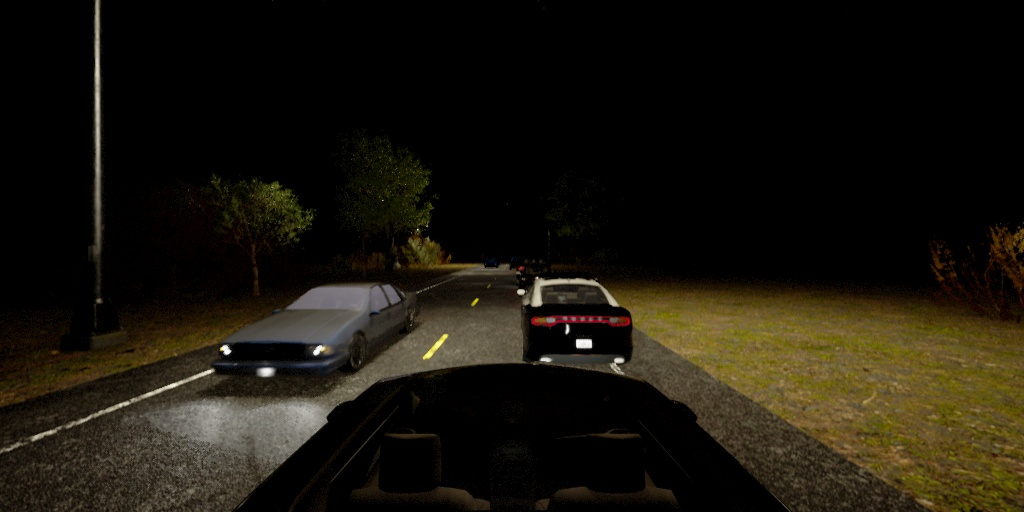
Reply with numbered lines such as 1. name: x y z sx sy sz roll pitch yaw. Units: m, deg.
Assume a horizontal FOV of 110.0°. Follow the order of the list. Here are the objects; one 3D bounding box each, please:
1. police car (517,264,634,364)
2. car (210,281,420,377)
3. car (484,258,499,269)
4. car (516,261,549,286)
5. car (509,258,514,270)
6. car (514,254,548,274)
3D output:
1. police car: 1.152 1.151 8.161 1.930 1.638 5.238 0 0 1
2. car: -3.503 1.273 7.810 2.033 1.411 5.357 0 0 1
3. car: -2.932 1.001 51.501 1.882 1.535 5.008 0 0 1
4. car: 1.278 1.193 18.050 1.837 1.490 4.892 0 0 1
5. car: 0.630 1.076 46.582 1.812 1.442 4.674 0 0 1
6. car: 1.354 0.885 24.079 2.150 2.045 5.566 0 0 1
